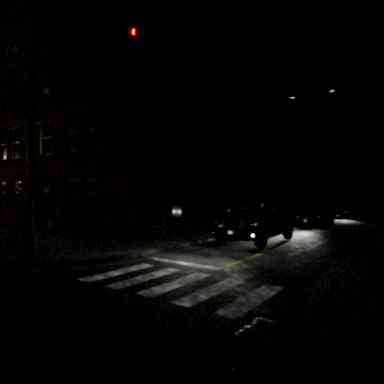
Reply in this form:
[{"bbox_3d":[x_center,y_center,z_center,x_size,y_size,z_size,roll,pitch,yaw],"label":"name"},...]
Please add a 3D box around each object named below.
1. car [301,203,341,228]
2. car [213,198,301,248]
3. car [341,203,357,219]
[{"bbox_3d":[8.904,1.653,24.002,2.128,1.511,4.902,0,0,35],"label":"car"},{"bbox_3d":[3.158,1.326,15.923,2.150,2.045,5.566,0,0,35],"label":"car"},{"bbox_3d":[14.593,1.764,31.996,2.033,1.411,5.357,0,0,35],"label":"car"}]
